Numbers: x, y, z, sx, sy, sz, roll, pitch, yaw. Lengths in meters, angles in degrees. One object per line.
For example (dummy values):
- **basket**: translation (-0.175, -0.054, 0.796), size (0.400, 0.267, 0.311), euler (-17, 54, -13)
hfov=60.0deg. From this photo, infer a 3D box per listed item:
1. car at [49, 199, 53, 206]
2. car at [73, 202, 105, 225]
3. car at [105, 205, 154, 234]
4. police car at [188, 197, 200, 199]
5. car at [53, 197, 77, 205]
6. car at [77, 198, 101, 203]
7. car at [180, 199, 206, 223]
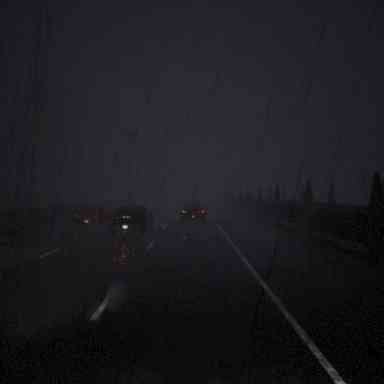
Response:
- **car**: translation (-21.064, 1.509, 53.154), size (1.882, 1.535, 5.008), euler (0, 0, 0)
- **car**: translation (-6.905, 1.615, 24.028), size (1.895, 1.301, 4.718), euler (0, 0, 0)
- **car**: translation (-3.403, 1.516, 19.358), size (1.837, 1.490, 4.892), euler (0, 0, 0)
- **police car**: translation (0.092, 1.450, 42.353), size (1.930, 1.638, 5.238), euler (0, 0, 0)
- **car**: translation (-17.584, 1.535, 47.629), size (1.837, 1.490, 4.892), euler (0, -1, 0)
- **car**: translation (-14.086, 1.576, 47.354), size (2.033, 1.411, 5.357), euler (0, 0, 0)
- **car**: translation (0.086, 1.541, 25.792), size (1.812, 1.442, 4.674), euler (0, 0, 0)
